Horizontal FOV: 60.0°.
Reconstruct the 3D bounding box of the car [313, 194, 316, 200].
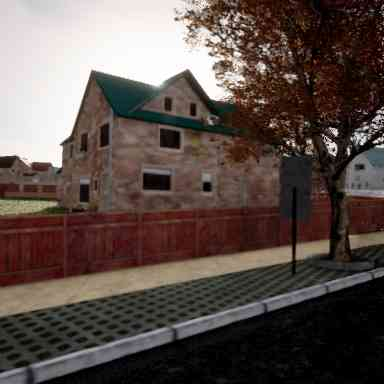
[{"bbox_3d":[15.752,0.333,46.493,1.837,1.490,4.892,1,2,-3],"label":"car"}]
